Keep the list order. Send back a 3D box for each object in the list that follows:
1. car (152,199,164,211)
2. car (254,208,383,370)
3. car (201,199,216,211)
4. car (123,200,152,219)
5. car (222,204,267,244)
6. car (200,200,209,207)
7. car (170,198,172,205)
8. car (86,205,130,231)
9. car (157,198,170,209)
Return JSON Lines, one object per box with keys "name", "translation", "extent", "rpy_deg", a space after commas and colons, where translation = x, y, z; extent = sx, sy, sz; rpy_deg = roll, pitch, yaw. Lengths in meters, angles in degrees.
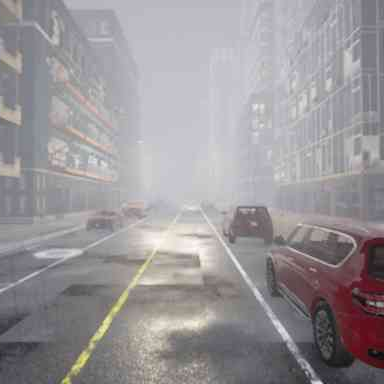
{"name": "car", "translation": [-5.733, 2.157, 49.949], "extent": [1.947, 1.339, 4.313], "rpy_deg": [1, -1, 0]}
{"name": "car", "translation": [2.697, 1.378, 5.778], "extent": [2.192, 1.841, 5.009], "rpy_deg": [1, -1, 0]}
{"name": "car", "translation": [2.647, 2.172, 49.956], "extent": [1.802, 1.307, 4.206], "rpy_deg": [1, -1, 0]}
{"name": "car", "translation": [-5.713, 1.694, 33.383], "extent": [2.192, 1.841, 5.009], "rpy_deg": [1, -1, 0]}
{"name": "car", "translation": [2.685, 1.498, 16.824], "extent": [2.192, 1.841, 5.009], "rpy_deg": [1, -1, 0]}
{"name": "car", "translation": [2.633, 2.418, 72.219], "extent": [1.752, 1.417, 4.829], "rpy_deg": [1, -1, 0]}
{"name": "car", "translation": [-5.755, 2.129, 66.520], "extent": [2.192, 1.841, 5.009], "rpy_deg": [1, -1, 0]}
{"name": "car", "translation": [-5.703, 1.792, 22.335], "extent": [1.887, 1.381, 4.507], "rpy_deg": [1, -1, 0]}
{"name": "car", "translation": [-5.747, 2.053, 60.998], "extent": [2.192, 1.841, 5.009], "rpy_deg": [1, -1, 0]}
